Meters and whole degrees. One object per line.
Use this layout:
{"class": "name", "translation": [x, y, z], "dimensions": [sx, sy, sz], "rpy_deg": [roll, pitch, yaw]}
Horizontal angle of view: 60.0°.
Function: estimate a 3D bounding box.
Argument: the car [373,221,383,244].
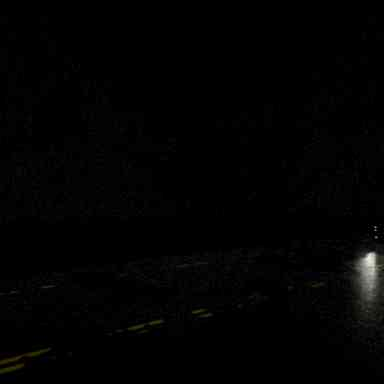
{"class": "car", "translation": [10.036, 1.492, 14.613], "dimensions": [5.008, 1.535, 1.882], "rpy_deg": [0, 0, -30]}
